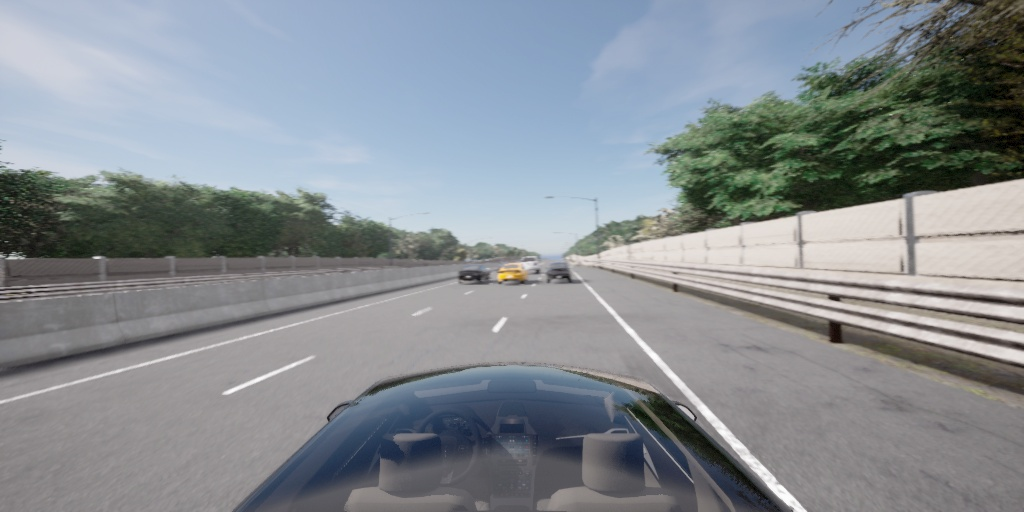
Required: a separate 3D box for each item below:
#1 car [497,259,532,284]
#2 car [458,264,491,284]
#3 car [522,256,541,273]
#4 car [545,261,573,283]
[{"bbox_3d":[0.165,1.315,28.072,1.882,1.535,5.008,-2,0,8],"label":"car"},{"bbox_3d":[-3.065,1.450,30.189,1.882,1.535,5.008,-2,0,8],"label":"car"},{"bbox_3d":[2.323,1.089,44.246,2.150,2.045,5.566,-2,0,8],"label":"car"},{"bbox_3d":[3.619,1.210,27.506,1.837,1.490,4.892,-2,0,8],"label":"car"}]
